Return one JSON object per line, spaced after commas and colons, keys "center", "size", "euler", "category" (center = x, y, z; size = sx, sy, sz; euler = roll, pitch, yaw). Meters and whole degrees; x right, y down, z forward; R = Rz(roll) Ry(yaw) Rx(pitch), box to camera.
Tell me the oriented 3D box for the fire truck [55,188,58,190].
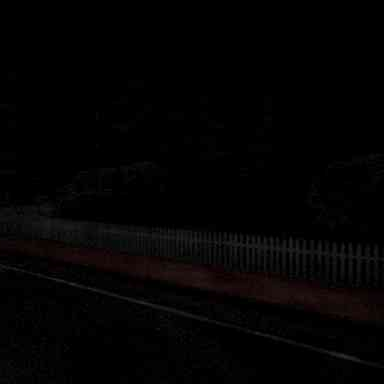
{"center": [-23.785, 0.205, 62.469], "size": [2.891, 3.827, 8.468], "euler": [0, 0, -20], "category": "fire truck"}
